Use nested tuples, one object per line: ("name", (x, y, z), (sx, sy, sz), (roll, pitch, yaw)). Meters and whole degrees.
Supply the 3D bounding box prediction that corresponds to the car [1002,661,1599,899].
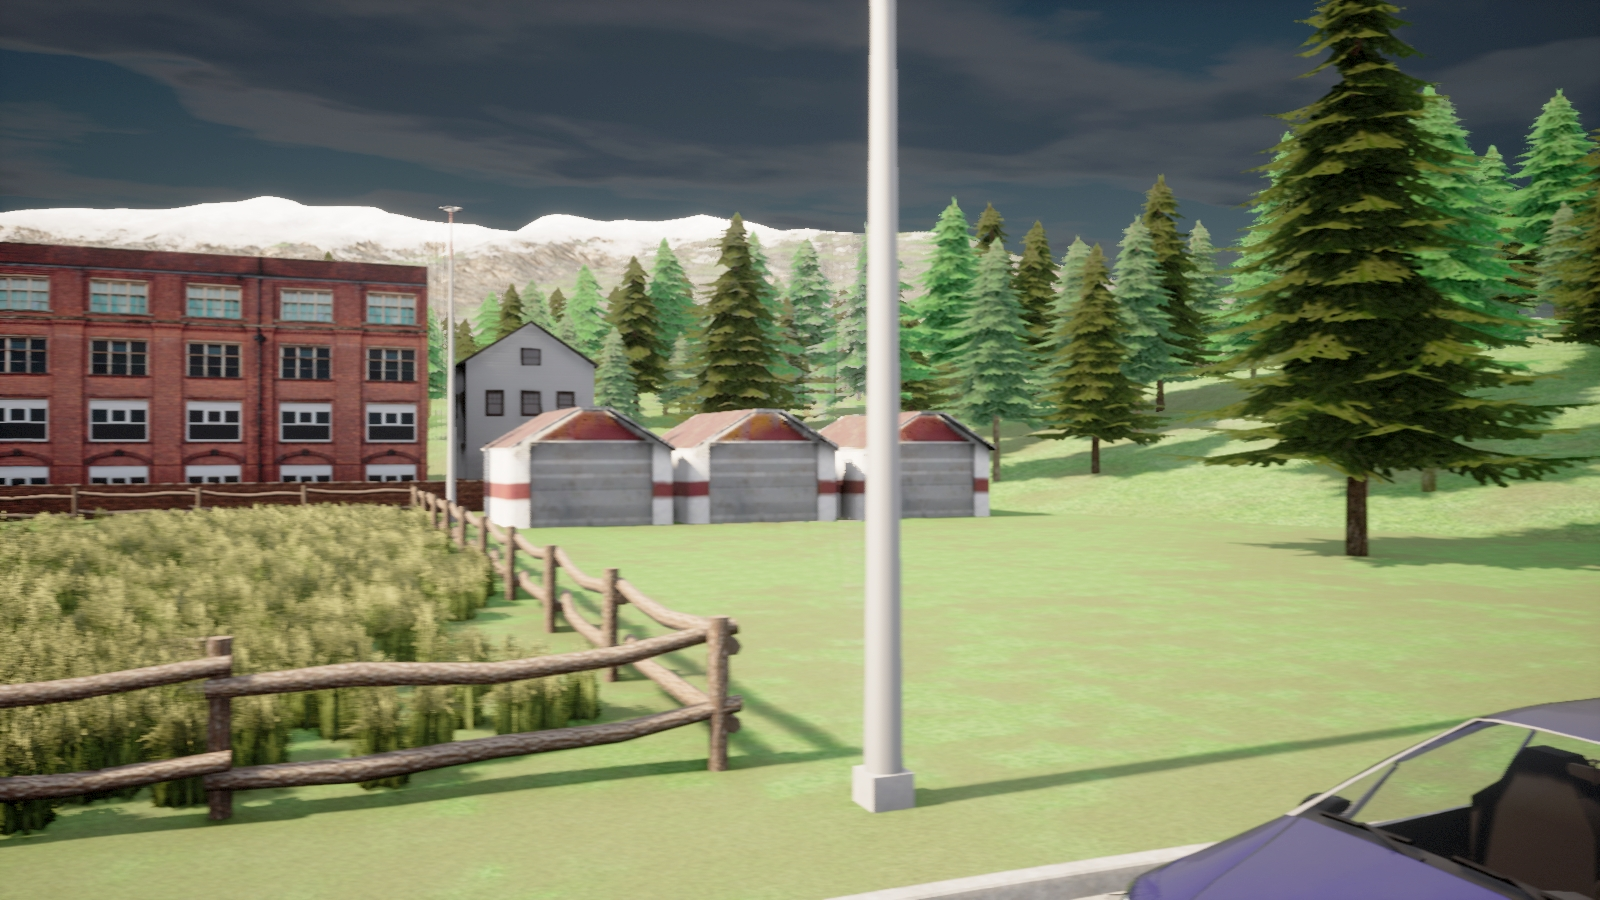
("car", (3.433, 1.964, 4.683), (4.611, 1.667, 2.242), (0, 0, -18))
